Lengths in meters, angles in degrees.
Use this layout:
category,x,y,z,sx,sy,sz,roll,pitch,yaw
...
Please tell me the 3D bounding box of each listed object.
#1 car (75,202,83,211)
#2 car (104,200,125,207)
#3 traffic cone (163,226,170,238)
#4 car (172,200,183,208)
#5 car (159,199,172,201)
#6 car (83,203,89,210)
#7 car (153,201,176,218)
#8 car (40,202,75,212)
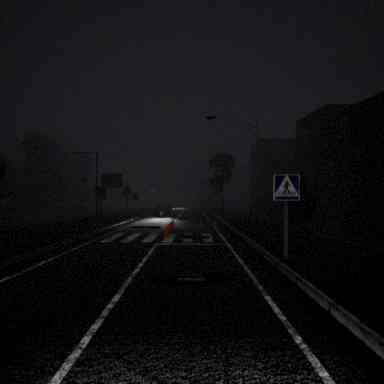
category,x,y,z,sx,sy,sz,roll,pitch,yaw
car,-21.849,2.481,56.644,4.892,1.521,2.231,0,-1,0
car,-21.735,3.252,91.543,5.008,1.535,2.097,0,-1,0
traffic cone,-1.369,2.138,17.774,0.340,0.580,0.340,0,-1,0
car,-3.097,2.970,77.345,2.128,1.511,4.902,0,-1,0
car,-8.646,3.324,94.265,4.892,1.521,2.231,0,-1,0
car,-21.849,2.551,59.917,5.008,1.535,2.097,0,-1,0
car,-3.294,2.129,38.472,2.128,1.511,4.902,0,-1,0
car,-21.862,2.448,53.368,4.674,1.452,2.002,0,-1,0
